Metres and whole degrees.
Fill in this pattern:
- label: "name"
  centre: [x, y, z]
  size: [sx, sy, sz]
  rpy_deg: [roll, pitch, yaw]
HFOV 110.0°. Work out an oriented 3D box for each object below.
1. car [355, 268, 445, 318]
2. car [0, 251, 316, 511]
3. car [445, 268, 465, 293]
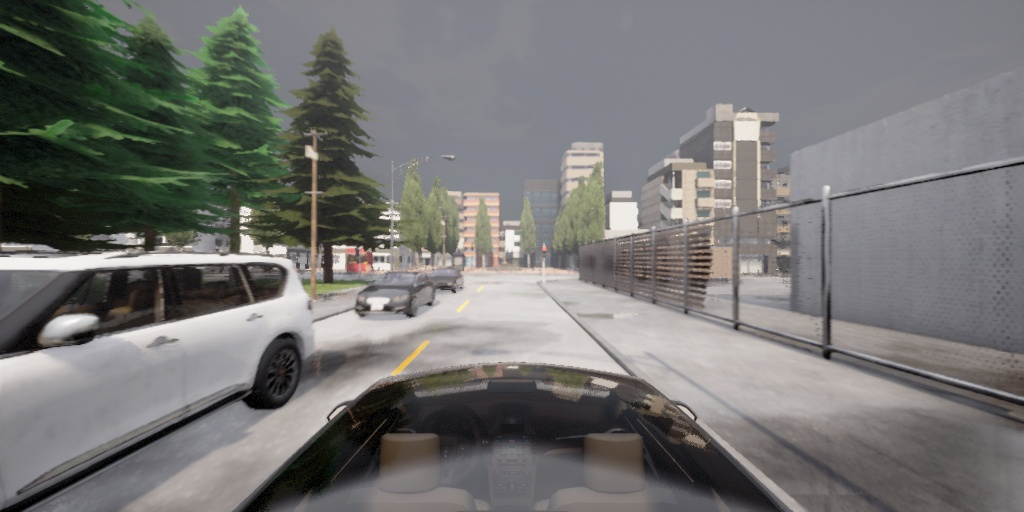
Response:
- label: "car"
  centre: [-4.123, 1.316, 13.412]
  size: [2.128, 1.511, 4.902]
  rpy_deg: [0, 0, 0]
- label: "car"
  centre: [-4.110, 0.962, 3.270]
  size: [2.150, 2.045, 5.566]
  rpy_deg: [0, 0, 0]
- label: "car"
  centre: [-4.055, 1.452, 22.135]
  size: [2.033, 1.411, 5.357]
  rpy_deg: [0, 0, 0]
